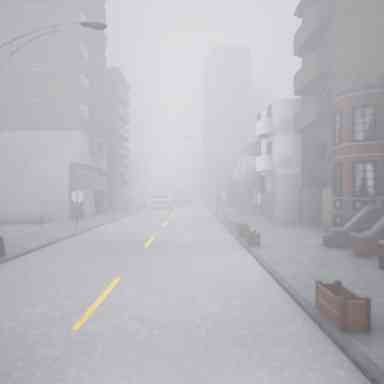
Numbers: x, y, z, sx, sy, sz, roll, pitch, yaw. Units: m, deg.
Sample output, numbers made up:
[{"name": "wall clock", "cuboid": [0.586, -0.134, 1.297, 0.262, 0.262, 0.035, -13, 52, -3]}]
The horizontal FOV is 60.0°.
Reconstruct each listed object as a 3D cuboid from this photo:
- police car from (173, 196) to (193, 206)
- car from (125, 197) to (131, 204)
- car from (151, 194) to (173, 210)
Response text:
[{"name": "police car", "cuboid": [-1.974, 1.425, 54.442, 1.930, 1.638, 5.238, 0, 0, -37]}, {"name": "car", "cuboid": [-13.206, 1.473, 59.393, 4.674, 1.442, 1.812, 0, 4, 0]}, {"name": "car", "cuboid": [-4.059, 1.222, 43.734, 2.150, 2.045, 5.566, 0, 0, -1]}]
